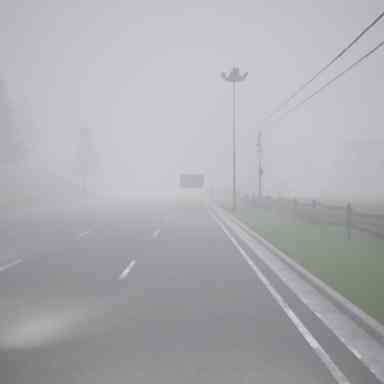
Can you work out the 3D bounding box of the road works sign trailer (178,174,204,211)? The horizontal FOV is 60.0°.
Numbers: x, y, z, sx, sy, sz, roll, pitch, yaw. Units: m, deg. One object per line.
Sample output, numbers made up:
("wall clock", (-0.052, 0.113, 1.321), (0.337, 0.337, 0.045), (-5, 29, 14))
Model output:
("road works sign trailer", (-0.004, -0.004, 32.963), (2.380, 3.560, 2.880), (0, 1, 0))
